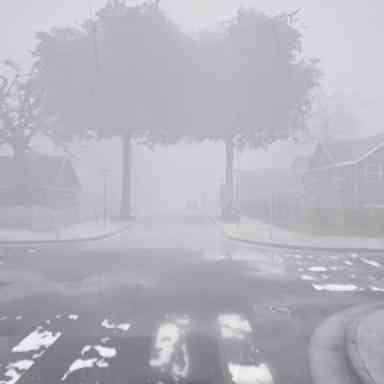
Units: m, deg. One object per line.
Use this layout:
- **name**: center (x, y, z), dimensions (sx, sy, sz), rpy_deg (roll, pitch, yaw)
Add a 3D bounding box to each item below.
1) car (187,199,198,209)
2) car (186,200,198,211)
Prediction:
- **car**: center (0.017, 2.320, 64.768), dimensions (2.097, 1.767, 4.553), rpy_deg (0, -1, 0)
- **car**: center (0.014, 2.369, 54.747), dimensions (1.994, 1.385, 4.181), rpy_deg (0, -1, 0)
